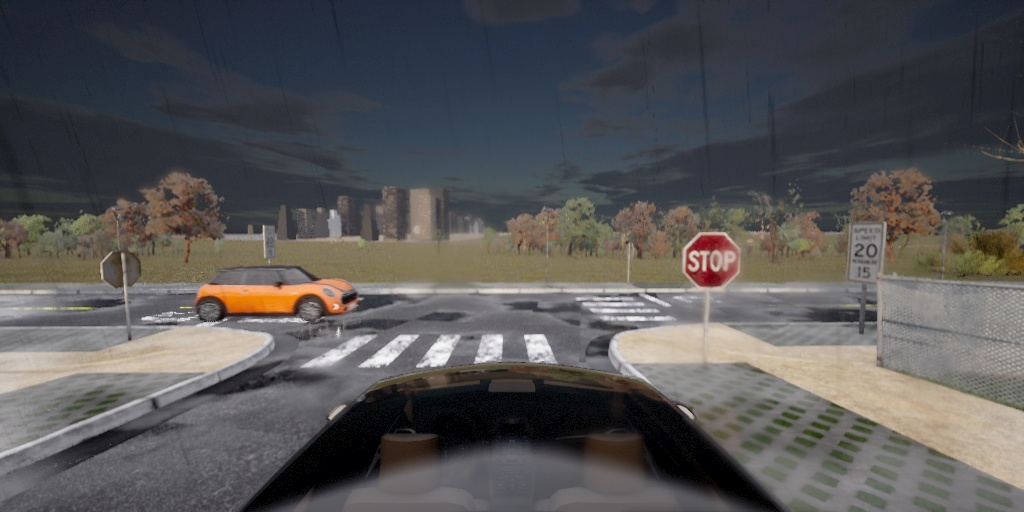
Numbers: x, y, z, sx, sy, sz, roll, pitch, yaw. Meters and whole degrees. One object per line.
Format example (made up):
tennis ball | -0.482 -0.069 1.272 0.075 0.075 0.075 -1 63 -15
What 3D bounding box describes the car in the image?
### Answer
car | -7.642 1.110 11.967 4.553 1.767 2.097 0 4 -2
